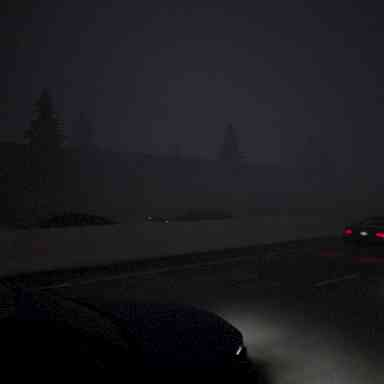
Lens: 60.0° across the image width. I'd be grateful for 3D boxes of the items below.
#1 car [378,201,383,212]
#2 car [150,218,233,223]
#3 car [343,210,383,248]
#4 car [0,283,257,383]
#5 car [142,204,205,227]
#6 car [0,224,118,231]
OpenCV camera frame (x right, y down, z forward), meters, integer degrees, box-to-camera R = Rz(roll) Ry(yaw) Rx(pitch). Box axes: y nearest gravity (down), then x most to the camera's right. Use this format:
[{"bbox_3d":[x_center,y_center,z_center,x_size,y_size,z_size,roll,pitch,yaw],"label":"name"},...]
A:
[{"bbox_3d":[27.178,1.922,44.815,4.181,1.385,1.994,1,0,-35],"label":"car"},{"bbox_3d":[0.200,1.640,21.322,5.357,1.411,2.033,1,0,-35],"label":"car"},{"bbox_3d":[8.603,1.660,14.171,5.357,1.411,2.033,1,0,-36],"label":"car"},{"bbox_3d":[-1.557,1.527,2.644,4.674,1.442,1.812,0,0,-35],"label":"car"},{"bbox_3d":[-1.334,1.661,24.528,4.181,1.385,1.994,1,0,-35],"label":"car"},{"bbox_3d":[-5.251,1.531,13.142,4.892,1.490,1.837,1,-1,-35],"label":"car"}]
